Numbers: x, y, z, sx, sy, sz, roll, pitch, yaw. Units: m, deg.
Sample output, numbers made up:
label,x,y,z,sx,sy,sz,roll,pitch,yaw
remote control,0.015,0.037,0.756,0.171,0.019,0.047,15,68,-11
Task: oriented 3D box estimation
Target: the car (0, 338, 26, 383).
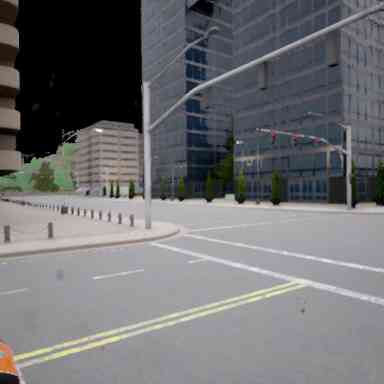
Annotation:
label,x,y,z,sx,sy,sz,roll,pitch,yaw
car,-3.208,1.376,1.504,4.553,1.767,2.097,-1,1,-35
